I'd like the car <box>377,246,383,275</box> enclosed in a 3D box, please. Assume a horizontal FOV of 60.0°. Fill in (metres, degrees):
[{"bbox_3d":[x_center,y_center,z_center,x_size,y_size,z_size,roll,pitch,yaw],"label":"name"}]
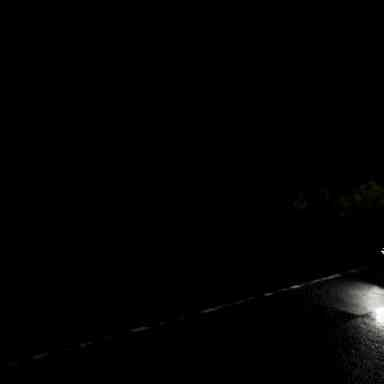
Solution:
[{"bbox_3d":[6.817,1.448,8.851,4.674,1.442,1.812,-1,0,-35],"label":"car"}]
